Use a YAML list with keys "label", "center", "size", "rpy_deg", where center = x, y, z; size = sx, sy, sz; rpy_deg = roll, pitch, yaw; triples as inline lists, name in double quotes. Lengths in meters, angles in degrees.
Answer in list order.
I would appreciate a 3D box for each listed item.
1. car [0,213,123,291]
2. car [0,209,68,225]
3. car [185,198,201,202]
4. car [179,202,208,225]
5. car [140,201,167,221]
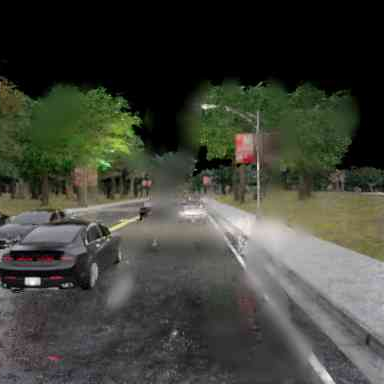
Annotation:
- label: "car"
  center: [-3.150, 1.518, 8.993]
  size: [1.837, 1.490, 4.892]
  rpy_deg: [0, 0, 0]
- label: "car"
  center: [-6.592, 1.523, 14.429]
  size: [1.837, 1.490, 4.892]
  rpy_deg: [0, 0, 0]
- label: "car"
  center: [0.101, 1.535, 42.094]
  size: [2.128, 1.511, 4.902]
  rpy_deg: [0, 0, 0]
- label: "car"
  center: [0.101, 1.629, 24.065]
  size: [1.895, 1.301, 4.718]
  rpy_deg: [0, 0, 0]
- label: "car"
  center: [-3.149, 1.509, 27.751]
  size: [1.882, 1.535, 5.008]
  rpy_deg: [0, 0, 0]
